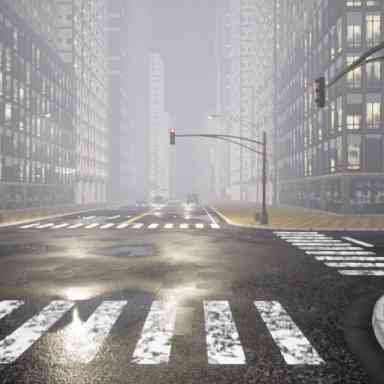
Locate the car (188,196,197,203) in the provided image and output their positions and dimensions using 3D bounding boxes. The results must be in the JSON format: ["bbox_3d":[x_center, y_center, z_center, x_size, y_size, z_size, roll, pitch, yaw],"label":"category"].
[{"bbox_3d":[0.134,1.540,70.616,1.994,1.385,4.181,0,0,0],"label":"car"}]

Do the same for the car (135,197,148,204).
[{"bbox_3d":[-9.628,1.663,64.384,2.033,1.411,5.357,0,0,0],"label":"car"}]

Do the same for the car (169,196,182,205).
[{"bbox_3d":[-3.136,1.701,60.233,1.895,1.301,4.718,0,0,0],"label":"car"}]

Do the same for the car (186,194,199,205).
[{"bbox_3d":[0.115,1.322,60.229,2.150,2.045,5.566,0,0,0],"label":"car"}]

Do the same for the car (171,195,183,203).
[{"bbox_3d":[-3.117,1.494,70.205,2.128,1.511,4.902,0,0,0],"label":"car"}]

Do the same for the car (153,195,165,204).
[{"bbox_3d":[-6.378,1.467,64.408,2.097,1.767,4.553,0,0,0],"label":"car"}]
